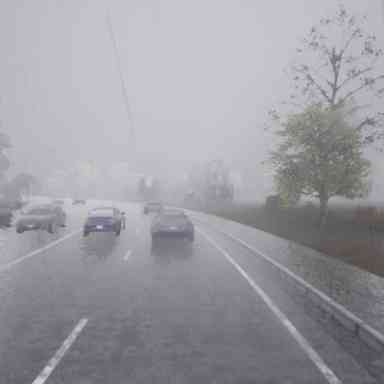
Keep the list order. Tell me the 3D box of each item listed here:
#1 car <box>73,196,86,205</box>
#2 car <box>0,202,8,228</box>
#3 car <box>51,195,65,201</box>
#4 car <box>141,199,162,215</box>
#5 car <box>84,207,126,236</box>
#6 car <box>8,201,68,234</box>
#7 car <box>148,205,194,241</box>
[{"bbox_3d":[-19.860,1.499,58.757,1.882,1.535,5.008,0,0,-23],"label":"car"},{"bbox_3d":[-12.153,1.374,19.283,2.097,1.767,4.553,0,0,-8],"label":"car"},{"bbox_3d":[-23.716,1.373,58.778,2.097,1.767,4.553,0,0,-24],"label":"car"},{"bbox_3d":[-4.079,1.500,34.108,2.128,1.511,4.902,0,0,-13],"label":"car"},{"bbox_3d":[-4.745,1.535,18.409,1.812,1.442,4.674,0,0,-7],"label":"car"},{"bbox_3d":[-8.636,1.521,19.454,1.837,1.490,4.892,0,0,-8],"label":"car"},{"bbox_3d":[-1.050,1.566,16.763,1.994,1.385,4.181,0,0,-7],"label":"car"}]
